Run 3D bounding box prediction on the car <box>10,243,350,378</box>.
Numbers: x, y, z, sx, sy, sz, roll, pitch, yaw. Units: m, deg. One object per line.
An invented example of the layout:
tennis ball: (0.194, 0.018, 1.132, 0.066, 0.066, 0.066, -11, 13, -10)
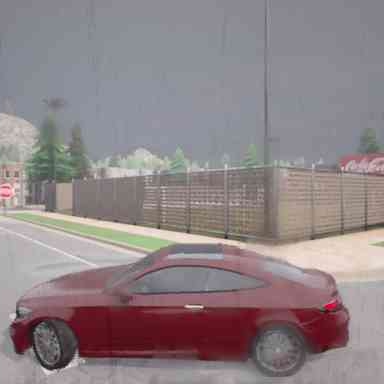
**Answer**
car: (-0.187, 1.546, 4.956, 4.674, 1.442, 1.812, 0, 2, 4)
